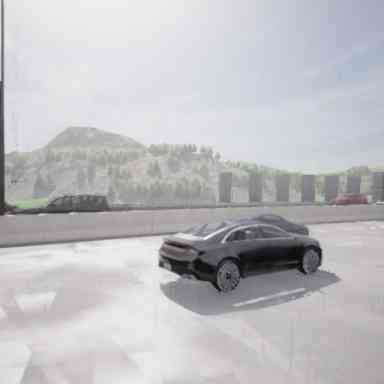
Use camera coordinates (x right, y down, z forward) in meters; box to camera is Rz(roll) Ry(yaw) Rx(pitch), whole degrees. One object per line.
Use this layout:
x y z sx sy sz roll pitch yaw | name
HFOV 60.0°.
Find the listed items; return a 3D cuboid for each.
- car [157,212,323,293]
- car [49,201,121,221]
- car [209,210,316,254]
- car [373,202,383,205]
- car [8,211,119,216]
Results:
1.469 1.482 8.849 4.902 1.511 2.128 0 0 -34 | car
-8.786 1.467 27.477 5.357 1.411 2.033 0 0 -33 | car
3.005 1.552 13.955 4.181 1.385 1.994 0 0 -32 | car
27.145 1.633 45.509 4.718 1.301 1.895 0 0 -20 | car
-7.590 1.158 19.896 5.566 2.045 2.150 0 0 -33 | car
